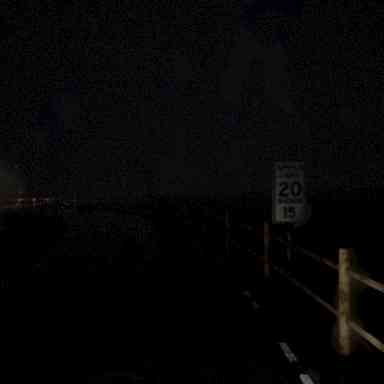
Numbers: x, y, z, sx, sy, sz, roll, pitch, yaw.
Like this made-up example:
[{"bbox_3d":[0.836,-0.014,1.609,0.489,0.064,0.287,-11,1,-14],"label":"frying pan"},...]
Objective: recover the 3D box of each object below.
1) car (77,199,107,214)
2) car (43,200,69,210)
[{"bbox_3d":[-10.987,1.462,36.190,1.882,1.535,5.008,-1,0,-38],"label":"car"},{"bbox_3d":[-18.441,1.693,44.487,4.718,1.301,1.895,-1,1,42],"label":"car"}]
